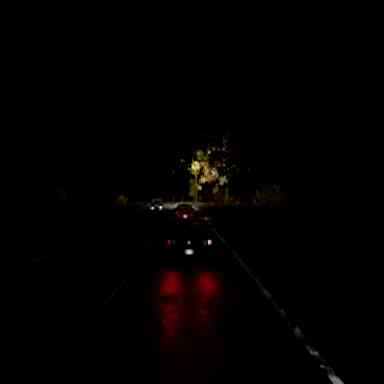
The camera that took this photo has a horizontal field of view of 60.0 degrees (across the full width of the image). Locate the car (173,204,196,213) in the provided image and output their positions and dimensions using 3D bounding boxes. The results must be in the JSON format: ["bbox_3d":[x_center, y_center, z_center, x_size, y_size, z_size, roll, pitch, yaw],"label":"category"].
[{"bbox_3d":[-0.648,1.777,28.981,1.812,1.442,4.674,0,0,-2],"label":"car"}]

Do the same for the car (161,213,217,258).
[{"bbox_3d":[-0.120,1.722,13.267,1.895,1.301,4.718,0,0,-1],"label":"car"}]

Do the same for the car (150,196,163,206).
[{"bbox_3d":[-6.908,1.748,65.286,2.150,2.045,5.566,0,0,-6],"label":"car"}]
